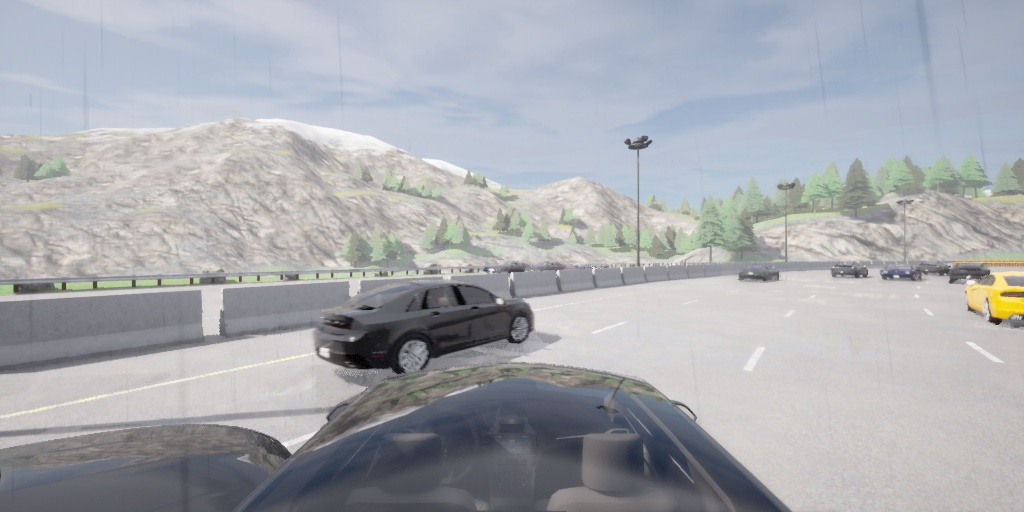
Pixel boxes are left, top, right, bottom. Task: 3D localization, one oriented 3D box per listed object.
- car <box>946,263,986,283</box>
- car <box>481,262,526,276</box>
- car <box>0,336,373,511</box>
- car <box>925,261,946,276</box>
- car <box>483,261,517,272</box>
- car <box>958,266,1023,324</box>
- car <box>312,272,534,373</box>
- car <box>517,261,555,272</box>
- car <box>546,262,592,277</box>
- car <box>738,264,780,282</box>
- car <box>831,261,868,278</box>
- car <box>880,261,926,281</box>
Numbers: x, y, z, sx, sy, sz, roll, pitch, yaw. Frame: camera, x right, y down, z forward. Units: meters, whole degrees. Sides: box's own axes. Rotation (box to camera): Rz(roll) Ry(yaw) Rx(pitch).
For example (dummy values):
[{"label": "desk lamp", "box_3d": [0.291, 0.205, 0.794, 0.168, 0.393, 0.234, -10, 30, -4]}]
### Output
[{"label": "car", "box_3d": [34.435, 1.252, 26.900, 4.892, 1.490, 1.837, 1, -1, -36]}, {"label": "car", "box_3d": [-0.862, 1.349, 38.940, 4.718, 1.301, 1.895, 0, 0, -42]}, {"label": "car", "box_3d": [-2.981, 1.255, 0.495, 4.892, 1.490, 1.837, 0, 0, -45]}, {"label": "car", "box_3d": [43.310, 1.240, 36.831, 4.902, 1.511, 2.128, 0, 0, -31]}, {"label": "car", "box_3d": [-0.146, 1.240, 34.796, 4.902, 1.511, 2.128, 0, 0, -43]}, {"label": "car", "box_3d": [15.833, 1.227, 11.065, 1.882, 1.535, 5.008, 0, 0, 44]}, {"label": "car", "box_3d": [-1.436, 1.256, 7.538, 1.837, 1.490, 4.892, -1, 0, 39]}, {"label": "car", "box_3d": [3.183, 1.240, 33.130, 4.902, 1.511, 2.128, 0, 0, -43]}, {"label": "car", "box_3d": [5.340, 1.350, 30.383, 4.718, 1.301, 1.895, 0, 0, -43]}, {"label": "car", "box_3d": [20.086, 1.313, 29.076, 4.181, 1.385, 1.994, 0, 0, -40]}, {"label": "car", "box_3d": [31.372, 1.241, 33.307, 4.902, 1.511, 2.128, 0, 0, -35]}, {"label": "car", "box_3d": [32.306, 1.350, 29.698, 4.718, 1.301, 1.895, 0, 0, -35]}]
